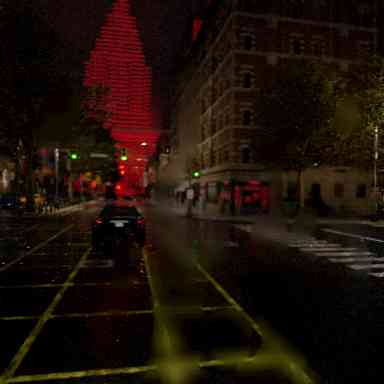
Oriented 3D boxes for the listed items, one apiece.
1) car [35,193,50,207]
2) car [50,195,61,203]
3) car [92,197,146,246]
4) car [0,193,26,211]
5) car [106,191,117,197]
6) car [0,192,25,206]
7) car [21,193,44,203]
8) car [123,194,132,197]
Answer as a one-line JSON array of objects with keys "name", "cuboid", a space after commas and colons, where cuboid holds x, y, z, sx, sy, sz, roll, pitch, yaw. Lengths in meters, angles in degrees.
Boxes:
[{"name": "car", "cuboid": [-20.289, 1.070, 42.815, 1.882, 1.535, 5.008, 1, 0, -10]}, {"name": "car", "cuboid": [-22.090, 1.114, 52.523, 1.994, 1.385, 4.181, 1, 0, -11]}, {"name": "car", "cuboid": [-3.203, 1.280, 14.933, 2.097, 1.767, 4.553, 1, 0, -11]}, {"name": "car", "cuboid": [-18.649, 1.156, 33.815, 1.812, 1.442, 4.674, 1, 0, -11]}, {"name": "car", "cuboid": [-18.034, 0.829, 74.235, 2.150, 2.045, 5.566, 1, 0, -11]}, {"name": "car", "cuboid": [-24.091, 0.874, 44.259, 2.097, 1.767, 4.553, 1, 0, -11]}, {"name": "car", "cuboid": [-26.018, 0.969, 54.481, 2.128, 1.511, 4.902, 1, 0, -11]}, {"name": "car", "cuboid": [-14.557, 1.206, 74.650, 2.033, 1.411, 5.357, 1, 0, -11]}]
